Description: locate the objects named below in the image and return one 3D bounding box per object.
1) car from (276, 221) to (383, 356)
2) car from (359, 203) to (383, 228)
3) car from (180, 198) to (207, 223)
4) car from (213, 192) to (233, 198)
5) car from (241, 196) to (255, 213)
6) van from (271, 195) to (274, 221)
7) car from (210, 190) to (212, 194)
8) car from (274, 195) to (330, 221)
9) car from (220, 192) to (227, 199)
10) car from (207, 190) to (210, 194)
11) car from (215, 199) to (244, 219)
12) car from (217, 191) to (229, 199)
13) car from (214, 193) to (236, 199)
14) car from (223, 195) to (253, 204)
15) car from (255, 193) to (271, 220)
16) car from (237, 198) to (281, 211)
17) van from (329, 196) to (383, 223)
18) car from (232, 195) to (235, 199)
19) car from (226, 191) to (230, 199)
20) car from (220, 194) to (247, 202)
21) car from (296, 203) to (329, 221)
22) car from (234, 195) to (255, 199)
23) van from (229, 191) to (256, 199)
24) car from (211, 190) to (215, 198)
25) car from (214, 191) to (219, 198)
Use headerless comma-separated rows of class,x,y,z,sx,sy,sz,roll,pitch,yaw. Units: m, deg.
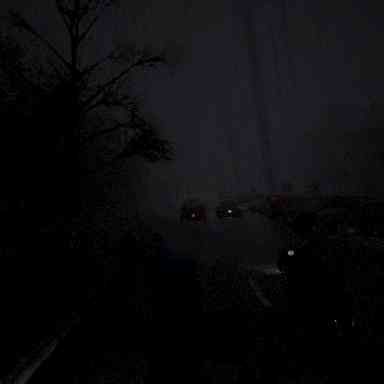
car,3.100,1.548,6.249,2.033,1.411,5.357,0,0,0
car,8.042,1.364,10.558,4.553,1.767,2.185,1,0,-20
car,0.099,1.477,25.621,1.882,1.535,5.008,0,0,0
car,8.096,0.906,88.146,4.792,1.488,2.163,1,0,-20
car,8.042,1.494,34.426,4.792,1.488,2.163,1,1,-20
van,7.965,1.264,22.454,4.442,1.987,1.878,1,0,-20
car,8.244,0.899,85.216,5.366,1.575,1.946,1,0,-20
car,8.048,1.239,19.501,5.566,2.045,2.435,1,0,-20
car,7.896,1.244,55.263,5.366,1.575,1.946,0,1,-20
car,7.897,0.825,94.031,5.366,1.575,1.946,1,1,-20
car,3.100,1.557,29.356,1.994,1.385,4.181,0,0,0
car,7.897,1.156,61.229,5.366,1.575,1.946,0,1,-20
car,8.063,0.927,82.168,4.892,1.521,2.231,1,0,-20
car,8.096,1.234,58.325,4.792,1.488,2.163,0,1,-20
car,8.099,1.239,25.497,5.566,2.045,2.435,1,0,-20
car,8.096,1.458,40.423,4.792,1.488,2.163,1,0,-20
van,8.182,1.266,13.593,4.442,1.987,1.878,1,0,-20
car,8.065,1.439,43.395,4.674,1.452,2.002,1,0,-20
car,8.042,1.206,49.352,4.553,1.767,2.185,1,1,-20
car,8.065,1.161,64.278,4.674,1.452,2.002,1,1,-20
car,8.064,1.492,16.533,4.892,1.521,2.231,1,0,-20
car,7.898,1.442,37.353,5.366,1.575,1.946,1,1,-20
van,7.965,1.143,46.324,4.442,1.987,1.878,1,1,-20
car,8.099,0.730,76.216,5.566,2.045,2.435,1,0,-20
car,8.080,1.014,73.217,4.892,1.521,2.231,1,1,-20
